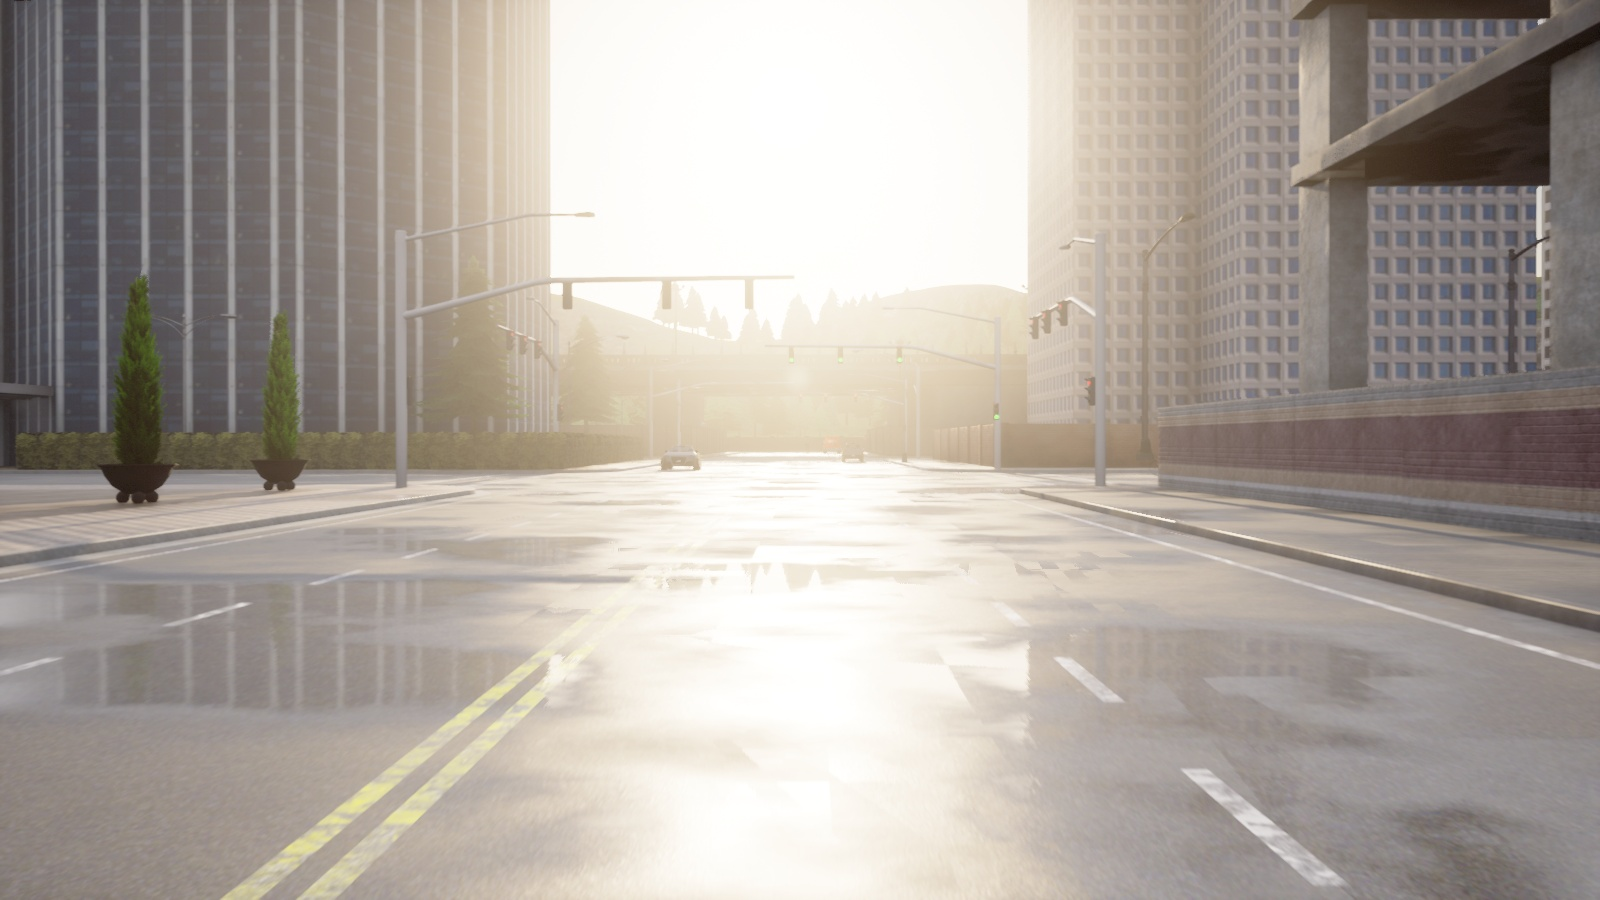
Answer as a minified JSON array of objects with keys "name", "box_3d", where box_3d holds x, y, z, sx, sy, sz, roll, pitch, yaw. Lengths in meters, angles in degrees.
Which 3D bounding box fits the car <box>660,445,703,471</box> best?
[{"name":"car","box_3d":[-6.583,0.411,70.007,1.994,1.385,4.181,0,0,0]}]

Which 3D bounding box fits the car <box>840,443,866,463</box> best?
[{"name":"car","box_3d":[4.074,0.216,97.174,1.845,1.501,3.633,0,0,0]}]
